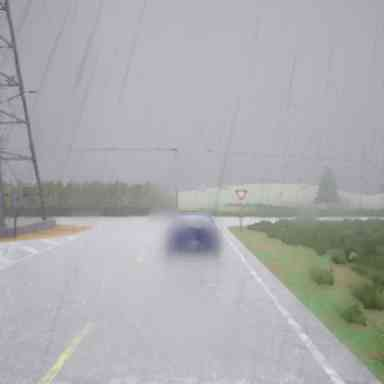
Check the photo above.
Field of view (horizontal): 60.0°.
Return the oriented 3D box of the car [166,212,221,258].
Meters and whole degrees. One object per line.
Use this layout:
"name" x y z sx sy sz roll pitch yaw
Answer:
"car" 0.061 1.533 13.124 1.882 1.535 5.008 0 0 0
